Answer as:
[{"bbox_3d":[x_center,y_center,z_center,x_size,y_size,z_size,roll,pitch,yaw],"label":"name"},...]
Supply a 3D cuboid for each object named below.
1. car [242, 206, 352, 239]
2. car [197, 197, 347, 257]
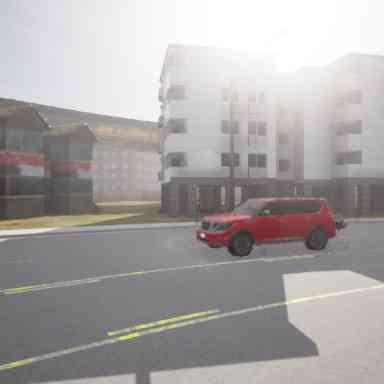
[{"bbox_3d":[5.532,1.547,17.639,5.357,1.411,2.033,0,0,-18],"label":"car"},{"bbox_3d":[2.975,1.223,13.013,5.566,2.045,2.150,0,0,-21],"label":"car"}]
